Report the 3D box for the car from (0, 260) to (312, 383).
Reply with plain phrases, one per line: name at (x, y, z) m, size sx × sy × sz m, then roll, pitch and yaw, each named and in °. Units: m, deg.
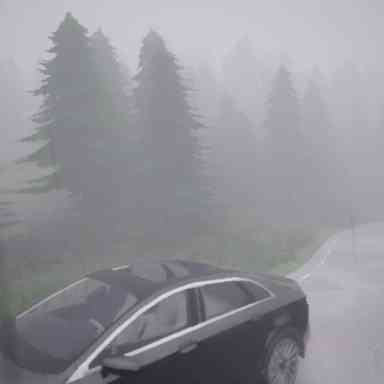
car at (-0.586, 1.588, 3.529) m, size 4.902 × 1.511 × 2.128 m, roll 1°, pitch -2°, yaw -42°
